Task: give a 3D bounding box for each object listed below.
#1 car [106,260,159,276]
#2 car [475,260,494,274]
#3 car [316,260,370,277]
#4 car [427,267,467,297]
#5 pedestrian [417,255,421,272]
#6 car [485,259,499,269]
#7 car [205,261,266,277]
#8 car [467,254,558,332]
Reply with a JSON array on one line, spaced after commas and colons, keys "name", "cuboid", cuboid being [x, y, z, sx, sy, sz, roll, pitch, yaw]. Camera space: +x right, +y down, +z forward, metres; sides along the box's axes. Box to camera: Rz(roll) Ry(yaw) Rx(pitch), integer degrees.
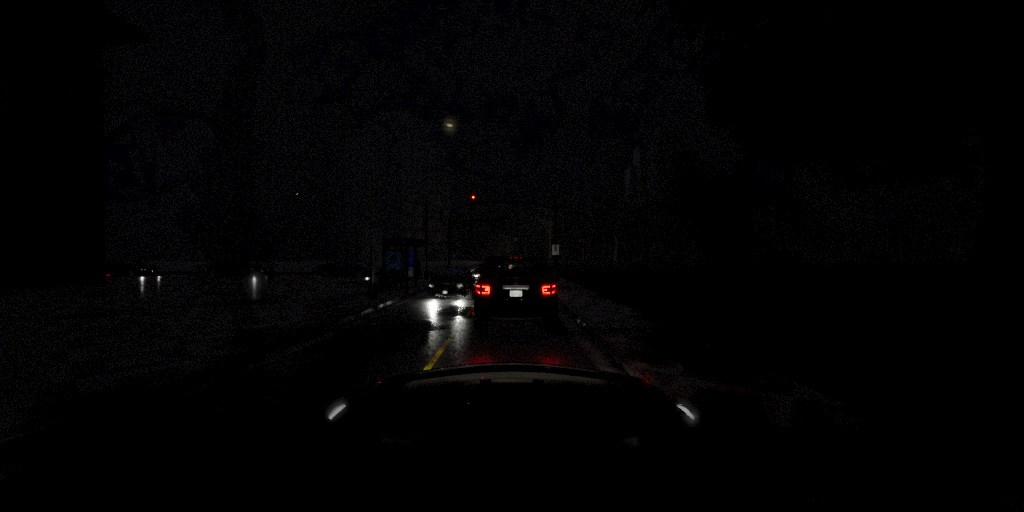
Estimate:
[{"name": "car", "cuboid": [-35.716, 1.146, 33.263, 4.892, 1.490, 1.837, 0, 1, 2]}, {"name": "car", "cuboid": [-3.086, 1.239, 40.583, 1.812, 1.442, 4.674, 0, 0, 0]}, {"name": "car", "cuboid": [-15.157, 1.176, 32.728, 5.008, 1.535, 1.882, 0, 0, 0]}, {"name": "car", "cuboid": [-3.093, 1.288, 19.207, 2.033, 1.411, 5.357, 0, 0, 0]}, {"name": "pedestrian", "cuboid": [-10.071, 0.800, 38.828, 0.375, 1.860, 0.375, 0, 0, 1]}, {"name": "car", "cuboid": [-3.071, 1.254, 55.645, 1.994, 1.385, 4.181, 0, 0, 0]}, {"name": "car", "cuboid": [-25.343, 1.175, 32.986, 4.892, 1.490, 1.837, 0, 1, 1]}, {"name": "car", "cuboid": [0.099, 0.968, 11.039, 2.150, 2.045, 5.566, 0, 0, 0]}]
